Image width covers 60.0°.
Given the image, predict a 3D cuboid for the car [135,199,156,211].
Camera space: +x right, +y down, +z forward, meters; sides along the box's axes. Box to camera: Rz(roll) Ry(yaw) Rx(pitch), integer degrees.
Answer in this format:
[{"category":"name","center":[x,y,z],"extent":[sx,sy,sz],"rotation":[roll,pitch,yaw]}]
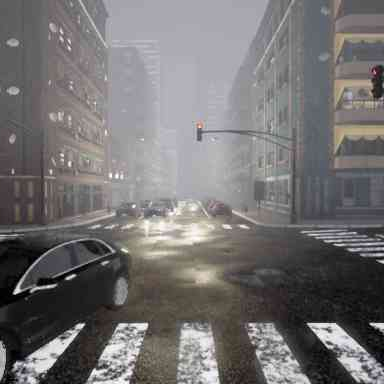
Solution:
[{"category":"car","center":[-5.688,1.573,41.271],"extent":[1.947,1.339,4.313],"rotation":[0,0,0]}]

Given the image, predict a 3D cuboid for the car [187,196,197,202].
[{"category":"car","center":[0.015,1.452,69.703],"extent":[1.895,1.301,4.718],"rotation":[0,0,0]}]

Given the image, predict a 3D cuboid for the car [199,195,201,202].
[{"category":"car","center":[2.697,1.582,57.828],"extent":[1.947,1.339,4.313],"rotation":[0,0,0]}]

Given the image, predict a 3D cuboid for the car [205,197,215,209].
[{"category":"car","center":[2.692,1.570,35.734],"extent":[1.947,1.339,4.313],"rotation":[0,0,0]}]

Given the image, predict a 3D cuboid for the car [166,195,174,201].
[{"category":"car","center":[-5.679,1.563,85.290],"extent":[1.752,1.417,4.829],"rotation":[0,0,0]}]

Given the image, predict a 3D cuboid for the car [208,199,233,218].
[{"category":"car","center":[2.691,1.584,30.211],"extent":[1.802,1.307,4.206],"rotation":[0,0,0]}]

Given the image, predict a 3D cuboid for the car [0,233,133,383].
[{"category":"car","center":[-2.613,1.505,5.231],"extent":[1.837,1.490,4.892],"rotation":[-2,-1,16]}]

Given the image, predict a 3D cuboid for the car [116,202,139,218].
[{"category":"car","center":[-5.690,1.568,30.224],"extent":[1.947,1.339,4.313],"rotation":[0,0,0]}]

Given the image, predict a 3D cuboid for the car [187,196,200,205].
[{"category":"car","center":[0.012,1.543,59.667],"extent":[1.812,1.442,4.674],"rotation":[0,0,0]}]

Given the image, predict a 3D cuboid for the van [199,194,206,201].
[{"category":"van","center":[2.700,1.379,85.446],"extent":[1.690,1.788,3.998],"rotation":[-1,0,0]}]

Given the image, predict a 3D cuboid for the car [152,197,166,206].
[{"category":"car","center":[-5.685,1.561,57.842],"extent":[1.887,1.381,4.507],"rotation":[0,0,0]}]

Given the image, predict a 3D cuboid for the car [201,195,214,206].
[{"category":"car","center":[2.694,1.555,46.781],"extent":[1.887,1.381,4.507],"rotation":[0,0,0]}]

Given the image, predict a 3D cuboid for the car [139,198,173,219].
[{"category":"car","center":[-3.095,1.550,29.731],"extent":[2.033,1.411,5.357],"rotation":[0,0,0]}]

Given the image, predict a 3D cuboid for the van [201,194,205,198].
[{"category":"van","center":[2.694,1.354,52.304],"extent":[1.690,1.788,3.998],"rotation":[0,0,0]}]

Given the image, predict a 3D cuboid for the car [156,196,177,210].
[{"category":"car","center":[-3.089,1.511,39.850],"extent":[1.837,1.490,4.892],"rotation":[0,0,0]}]

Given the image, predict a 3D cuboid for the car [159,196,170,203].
[{"category":"car","center":[-5.682,1.606,68.889],"extent":[1.802,1.307,4.206],"rotation":[0,0,0]}]

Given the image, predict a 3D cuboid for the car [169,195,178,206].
[{"category":"car","center":[-3.077,1.503,50.294],"extent":[2.128,1.511,4.902],"rotation":[0,0,0]}]
